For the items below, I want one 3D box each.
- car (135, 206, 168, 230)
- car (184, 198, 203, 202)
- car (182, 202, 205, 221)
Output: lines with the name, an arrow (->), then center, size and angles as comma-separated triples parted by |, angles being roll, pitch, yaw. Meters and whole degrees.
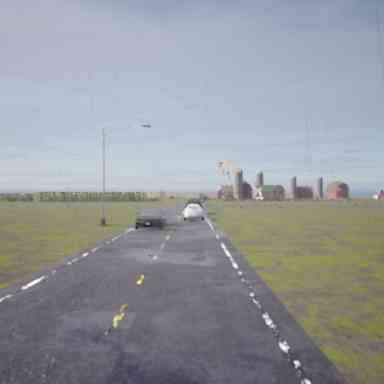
car -> -2.793, 1.778, 23.569 | 1.882, 1.535, 5.008 | 0, -1, 0
car -> 0.192, 1.771, 42.794 | 2.150, 2.045, 5.566 | 0, 0, 0
car -> 0.171, 1.935, 32.054 | 1.812, 1.442, 4.674 | 0, -1, 0
